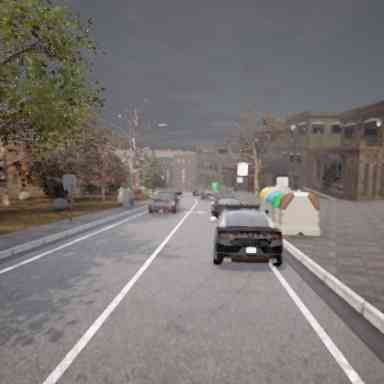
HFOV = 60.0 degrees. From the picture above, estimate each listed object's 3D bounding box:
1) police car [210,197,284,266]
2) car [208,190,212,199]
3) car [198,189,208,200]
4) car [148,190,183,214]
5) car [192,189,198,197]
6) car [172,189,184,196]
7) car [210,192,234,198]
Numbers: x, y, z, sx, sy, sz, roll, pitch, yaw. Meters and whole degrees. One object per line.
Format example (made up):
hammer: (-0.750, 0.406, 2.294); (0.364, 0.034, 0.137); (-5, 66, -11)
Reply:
police car: (1.627, 1.200, 10.886); (1.930, 1.638, 5.238); (0, 1, 3)
car: (2.577, 0.780, 26.787); (2.097, 1.767, 4.553); (0, 1, 3)
car: (2.281, 0.443, 49.192); (1.812, 1.442, 4.674); (0, 1, -3)
car: (-2.112, 0.756, 26.400); (2.097, 1.767, 4.553); (0, 1, 3)
car: (1.237, 0.162, 63.110); (1.994, 1.385, 4.181); (-1, 1, -9)
car: (-2.968, 0.143, 67.641); (1.895, 1.301, 4.718); (-1, 1, -9)
car: (2.219, 1.037, 20.806); (1.882, 1.535, 5.008); (0, 1, 3)
